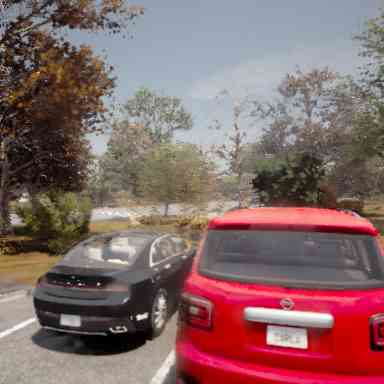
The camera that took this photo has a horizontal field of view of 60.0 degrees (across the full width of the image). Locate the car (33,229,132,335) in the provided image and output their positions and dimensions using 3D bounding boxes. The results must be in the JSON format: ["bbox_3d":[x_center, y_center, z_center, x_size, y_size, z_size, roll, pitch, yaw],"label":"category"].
[{"bbox_3d":[-1.014,1.491,6.815,2.231,1.521,4.892,0,-1,15],"label":"car"}]

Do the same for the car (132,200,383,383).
[{"bbox_3d":[1.425,1.240,5.137,2.435,2.045,5.566,0,-1,15],"label":"car"}]

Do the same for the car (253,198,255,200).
[{"bbox_3d":[13.101,1.388,63.416,4.553,1.767,2.097,-2,1,-36],"label":"car"}]

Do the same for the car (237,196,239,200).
[{"bbox_3d":[9.098,1.467,75.374,4.674,1.442,1.812,-2,1,-36],"label":"car"}]
